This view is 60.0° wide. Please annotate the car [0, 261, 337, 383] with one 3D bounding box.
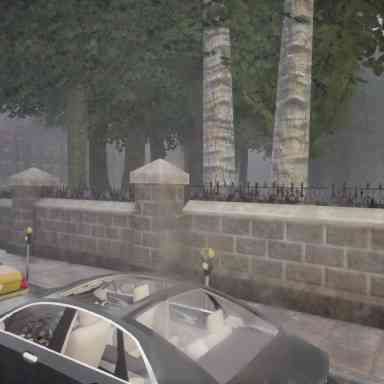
[{"bbox_3d":[-0.872,1.550,3.416,4.403,1.369,2.008,0,1,36],"label":"car"}]
